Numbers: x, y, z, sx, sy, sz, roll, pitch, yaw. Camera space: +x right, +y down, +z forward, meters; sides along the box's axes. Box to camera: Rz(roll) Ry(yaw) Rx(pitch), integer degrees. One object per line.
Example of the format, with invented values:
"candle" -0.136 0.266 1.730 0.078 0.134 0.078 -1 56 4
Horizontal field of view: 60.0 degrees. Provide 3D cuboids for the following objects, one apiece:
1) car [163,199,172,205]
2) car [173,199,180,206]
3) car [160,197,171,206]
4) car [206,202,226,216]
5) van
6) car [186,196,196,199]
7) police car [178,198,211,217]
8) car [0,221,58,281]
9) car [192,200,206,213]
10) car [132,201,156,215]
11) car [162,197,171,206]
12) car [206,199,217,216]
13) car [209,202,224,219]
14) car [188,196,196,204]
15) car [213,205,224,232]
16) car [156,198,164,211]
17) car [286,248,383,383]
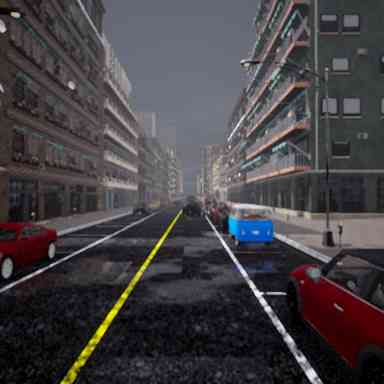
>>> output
"car" -5.718 2.319 77.864 1.802 1.307 4.206 0 -1 0
"car" -3.028 2.225 71.014 1.994 1.385 4.181 0 -1 0
"car" -5.715 2.001 72.230 2.192 1.841 5.009 0 -1 0
"car" 2.678 1.922 38.409 2.008 1.369 4.403 0 -1 0
"van" 2.686 1.496 15.867 1.690 1.788 3.998 0 -1 0
"car" -0.026 1.775 71.317 2.150 2.045 5.566 0 -1 0
"police car" 0.375 1.763 35.245 1.930 1.638 5.238 -1 -1 13
"car" -5.693 1.645 10.229 1.887 1.381 4.507 0 -1 0
"car" 0.883 1.910 44.906 1.882 1.535 5.008 0 -1 0
"car" -5.704 1.937 38.409 1.947 1.339 4.313 0 -1 0
"car" -5.714 2.074 66.593 1.967 1.590 4.097 0 -1 0
"car" 2.680 1.758 32.775 1.967 1.590 4.097 0 -1 0
"car" 2.682 1.809 27.138 1.887 1.381 4.507 0 -1 0
"car" -0.032 2.042 86.255 2.097 1.767 4.553 0 -1 0
"car" 2.683 1.776 21.501 1.947 1.339 4.313 0 -1 0
"car" -5.707 2.001 49.512 1.752 1.417 4.829 0 -1 0
"car" 2.690 1.486 4.594 1.967 1.590 4.097 0 -1 0
